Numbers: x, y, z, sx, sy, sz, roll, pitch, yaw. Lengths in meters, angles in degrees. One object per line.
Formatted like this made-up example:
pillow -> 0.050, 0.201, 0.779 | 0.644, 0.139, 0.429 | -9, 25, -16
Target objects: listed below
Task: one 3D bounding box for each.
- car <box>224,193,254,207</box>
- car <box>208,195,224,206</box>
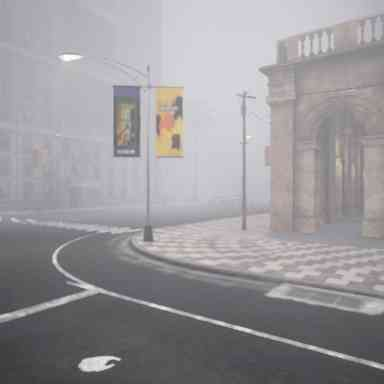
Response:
car -> 7.832, 1.178, 52.594 | 2.150, 2.045, 5.566 | 0, 0, 36
car -> 4.465, 1.304, 53.910 | 2.097, 1.767, 4.553 | 0, 0, 36
